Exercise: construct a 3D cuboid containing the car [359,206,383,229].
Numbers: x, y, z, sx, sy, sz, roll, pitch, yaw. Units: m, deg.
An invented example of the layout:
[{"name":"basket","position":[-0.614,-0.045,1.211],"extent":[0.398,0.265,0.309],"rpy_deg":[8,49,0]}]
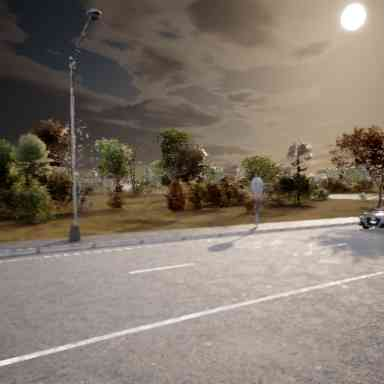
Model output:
[{"name":"car","position":[11.306,1.386,18.495],"extent":[4.181,1.385,1.994],"rpy_deg":[-1,1,-29]}]
